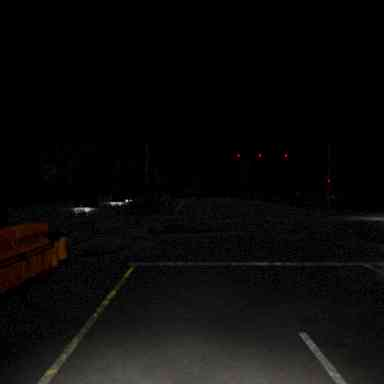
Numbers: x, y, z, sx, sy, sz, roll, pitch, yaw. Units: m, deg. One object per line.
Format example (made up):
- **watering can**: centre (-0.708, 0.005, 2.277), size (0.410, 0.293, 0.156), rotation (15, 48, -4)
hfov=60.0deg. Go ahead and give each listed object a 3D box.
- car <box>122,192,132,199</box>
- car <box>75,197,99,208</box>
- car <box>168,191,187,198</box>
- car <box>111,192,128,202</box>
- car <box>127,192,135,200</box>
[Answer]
- **car**: centre (-18.158, 0.890, 92.768), size (2.097, 1.767, 4.553), rotation (0, 0, -18)
- **car**: centre (-14.091, 1.336, 44.841), size (2.033, 1.411, 5.357), rotation (0, 0, 0)
- **car**: centre (-4.266, 0.743, 95.474), size (2.150, 2.045, 5.566), rotation (0, 0, -22)
- **car**: centre (-14.036, 1.257, 63.228), size (1.994, 1.385, 4.181), rotation (0, 0, 1)
- **car**: centre (-14.503, 1.212, 77.868), size (1.895, 1.301, 4.718), rotation (0, 0, -6)
